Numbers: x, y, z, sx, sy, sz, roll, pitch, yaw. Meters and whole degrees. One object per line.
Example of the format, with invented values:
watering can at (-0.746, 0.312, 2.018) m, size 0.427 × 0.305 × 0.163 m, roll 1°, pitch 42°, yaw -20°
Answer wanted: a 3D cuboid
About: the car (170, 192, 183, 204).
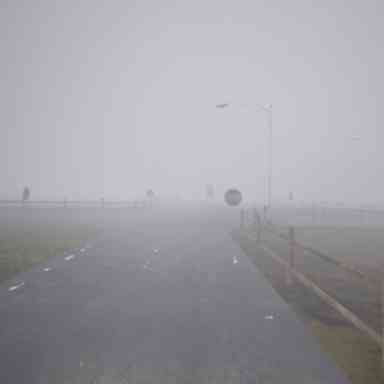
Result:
car at (-2.726, 1.004, 59.276) m, size 2.150 × 2.045 × 5.566 m, roll 0°, pitch 2°, yaw 0°
